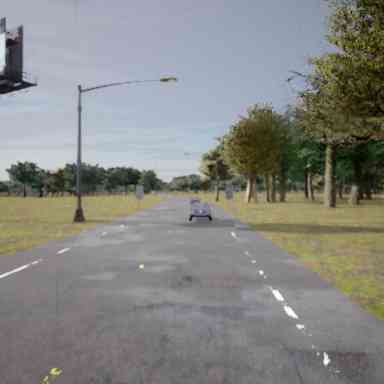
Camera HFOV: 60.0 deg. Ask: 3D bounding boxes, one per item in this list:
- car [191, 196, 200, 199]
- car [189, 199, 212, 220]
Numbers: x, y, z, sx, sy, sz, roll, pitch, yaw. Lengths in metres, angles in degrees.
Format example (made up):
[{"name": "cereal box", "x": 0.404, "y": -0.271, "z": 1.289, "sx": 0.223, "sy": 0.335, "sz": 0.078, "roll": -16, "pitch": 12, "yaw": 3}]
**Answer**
[{"name": "car", "x": 0.529, "y": 1.464, "z": 57.201, "sx": 2.033, "sy": 1.411, "sz": 5.357, "roll": 0, "pitch": 0, "yaw": -1}, {"name": "car", "x": 0.704, "y": 1.559, "z": 27.973, "sx": 2.033, "sy": 1.411, "sz": 5.357, "roll": 0, "pitch": 0, "yaw": 1}]
